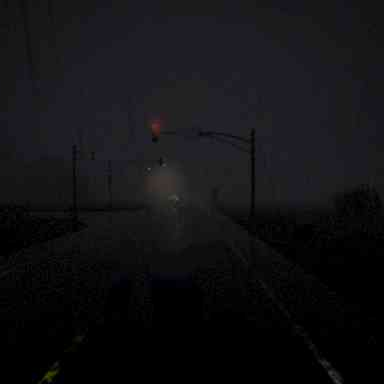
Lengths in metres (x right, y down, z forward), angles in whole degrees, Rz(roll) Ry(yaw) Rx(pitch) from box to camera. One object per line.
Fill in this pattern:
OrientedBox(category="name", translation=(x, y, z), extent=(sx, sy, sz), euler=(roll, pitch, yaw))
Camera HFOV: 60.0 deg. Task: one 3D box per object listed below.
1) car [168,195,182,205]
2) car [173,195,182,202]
OrientedBox(category="car", translation=(-3.490, 1.492, 64.327), extent=(2.097, 1.767, 4.553), euler=(0, 0, 1))
OrientedBox(category="car", translation=(-3.459, 1.508, 80.229), extent=(2.097, 1.767, 4.553), euler=(0, 0, 0))
